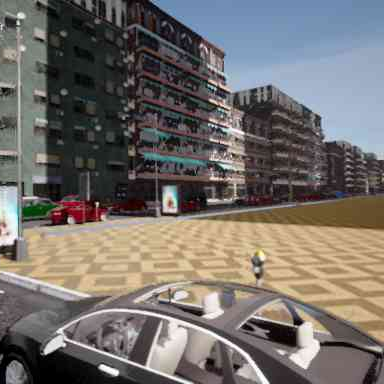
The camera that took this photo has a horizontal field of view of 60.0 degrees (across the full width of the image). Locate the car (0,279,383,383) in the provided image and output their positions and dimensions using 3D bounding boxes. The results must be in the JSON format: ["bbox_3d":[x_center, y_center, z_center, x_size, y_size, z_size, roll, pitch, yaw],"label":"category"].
[{"bbox_3d":[-0.154,1.551,3.156,4.403,1.369,2.008,0,-1,36],"label":"car"}]

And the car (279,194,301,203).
[{"bbox_3d":[15.308,1.085,53.006,2.008,1.369,4.403,-1,0,36],"label":"car"}]

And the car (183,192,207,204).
[{"bbox_3d":[-0.283,0.976,41.355,2.150,2.045,5.566,-1,0,36],"label":"car"}]

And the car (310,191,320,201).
[{"bbox_3d":[21.791,1.038,61.960,1.802,1.307,4.206,-1,0,36],"label":"car"}]

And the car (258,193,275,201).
[{"bbox_3d":[15.003,1.019,66.875,1.967,1.590,4.097,-1,0,36],"label":"car"}]

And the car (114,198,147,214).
[{"bbox_3d":[-6.409,1.359,32.896,1.812,1.442,4.674,-1,0,36],"label":"car"}]

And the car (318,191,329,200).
[{"bbox_3d":[25.029,0.733,66.437,2.192,1.841,5.009,-1,0,36],"label":"car"}]

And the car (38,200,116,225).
[{"bbox_3d":[-7.383,1.405,21.665,1.802,1.307,4.206,-1,0,36],"label":"car"}]

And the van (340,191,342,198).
[{"bbox_3d":[34.754,0.646,79.869,1.690,1.788,3.998,-1,0,36],"label":"van"}]

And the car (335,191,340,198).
[{"bbox_3d":[31.515,0.924,75.392,1.802,1.307,4.206,-1,0,36],"label":"car"}]

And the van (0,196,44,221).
[{"bbox_3d":[-14.172,1.286,26.580,1.690,1.788,3.998,0,0,36],"label":"van"}]

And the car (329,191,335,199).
[{"bbox_3d":[28.273,0.930,70.914,2.008,1.369,4.403,-1,0,36],"label":"car"}]

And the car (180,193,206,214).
[{"bbox_3d":[-0.901,1.178,30.619,1.967,1.590,4.097,-1,0,36],"label":"car"}]

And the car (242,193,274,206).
[{"bbox_3d":[8.823,1.054,44.051,1.967,1.590,4.097,-1,0,36],"label":"car"}]

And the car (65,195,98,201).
[{"bbox_3d":[-10.930,1.218,31.058,2.192,1.841,5.009,0,0,36],"label":"car"}]

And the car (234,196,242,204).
[{"bbox_3d":[8.846,1.191,53.794,2.033,1.411,5.357,-1,0,36],"label":"car"}]

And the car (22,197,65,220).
[{"bbox_3d":[-12.320,1.263,24.733,2.097,1.767,4.553,-1,0,36],"label":"car"}]

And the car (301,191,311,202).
[{"bbox_3d":[18.549,1.040,57.483,1.887,1.381,4.507,-1,0,36],"label":"car"}]

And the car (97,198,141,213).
[{"bbox_3d":[-7.686,1.405,35.536,1.887,1.381,4.507,0,0,36],"label":"car"}]

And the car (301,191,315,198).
[{"bbox_3d":[31.210,0.707,89.261,2.192,1.841,5.009,-1,0,36],"label":"car"}]

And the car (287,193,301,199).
[{"bbox_3d":[24.729,1.030,80.307,1.947,1.339,4.313,-1,0,36],"label":"car"}]
